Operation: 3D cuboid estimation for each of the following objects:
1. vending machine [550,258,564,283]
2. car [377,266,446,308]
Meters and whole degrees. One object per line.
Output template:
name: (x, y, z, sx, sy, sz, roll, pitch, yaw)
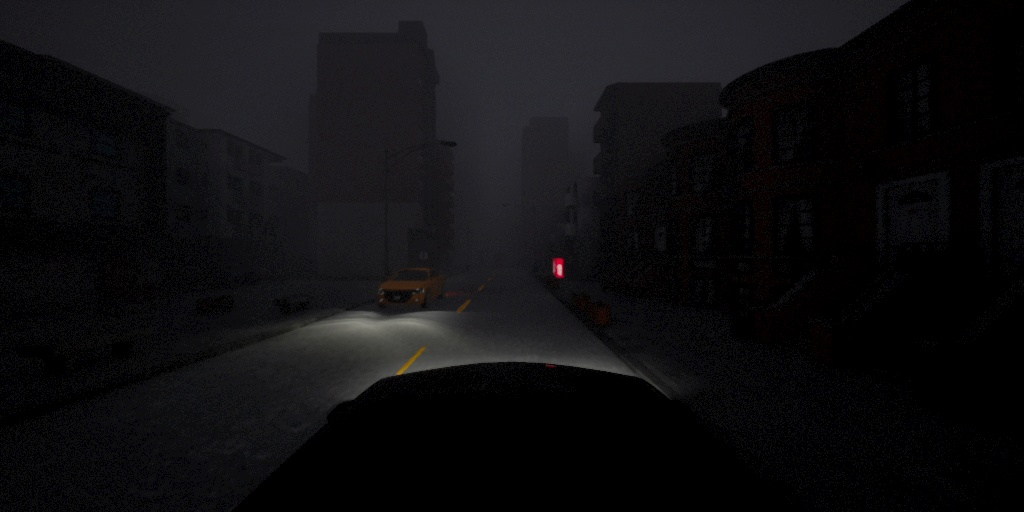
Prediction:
vending machine: (4.253, 1.167, 32.632, 1.100, 2.100, 0.880, 0, 0, 0)
car: (-4.114, 1.228, 15.322, 1.882, 1.535, 5.008, 0, 0, 0)
